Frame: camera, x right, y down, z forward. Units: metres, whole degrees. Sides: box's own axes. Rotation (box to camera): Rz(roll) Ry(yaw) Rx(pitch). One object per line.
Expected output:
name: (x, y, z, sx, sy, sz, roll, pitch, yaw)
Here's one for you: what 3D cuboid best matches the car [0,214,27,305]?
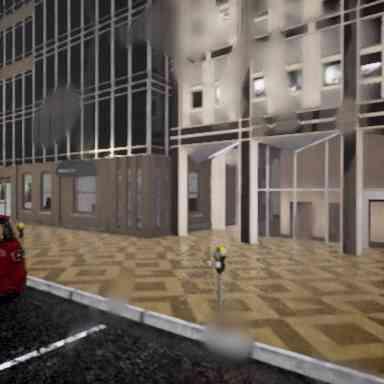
car: (-5.315, 1.257, 6.680, 5.009, 1.841, 2.192, 1, 0, 36)
